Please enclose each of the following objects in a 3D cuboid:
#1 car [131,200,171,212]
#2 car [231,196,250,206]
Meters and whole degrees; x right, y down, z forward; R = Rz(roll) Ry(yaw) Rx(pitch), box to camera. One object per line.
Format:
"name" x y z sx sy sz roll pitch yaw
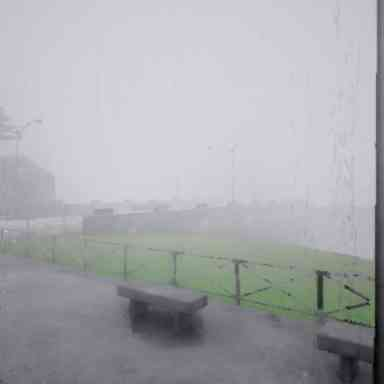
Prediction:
"car" -4.588 1.552 37.553 1.895 1.301 4.718 0 0 36
"car" 8.077 1.478 55.140 1.812 1.442 4.674 0 0 36
